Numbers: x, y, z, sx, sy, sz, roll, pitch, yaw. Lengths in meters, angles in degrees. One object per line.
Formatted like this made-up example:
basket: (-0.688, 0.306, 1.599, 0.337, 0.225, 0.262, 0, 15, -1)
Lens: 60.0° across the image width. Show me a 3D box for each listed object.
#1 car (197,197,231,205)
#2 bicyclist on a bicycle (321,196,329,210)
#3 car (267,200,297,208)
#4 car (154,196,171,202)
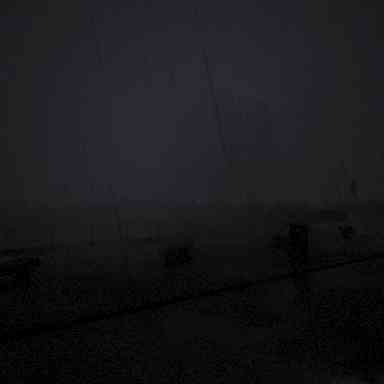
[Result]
car: (3.294, 1.513, 45.534, 2.128, 1.511, 4.902, 0, 0, -35)
bicyclist on a bicycle: (16.549, 1.376, 41.333, 1.656, 1.620, 0.582, 0, 0, -35)
car: (10.155, 1.547, 35.863, 1.812, 1.442, 4.674, 0, 0, -36)
car: (-5.083, 1.498, 57.471, 1.882, 1.535, 5.008, 0, 0, -35)
